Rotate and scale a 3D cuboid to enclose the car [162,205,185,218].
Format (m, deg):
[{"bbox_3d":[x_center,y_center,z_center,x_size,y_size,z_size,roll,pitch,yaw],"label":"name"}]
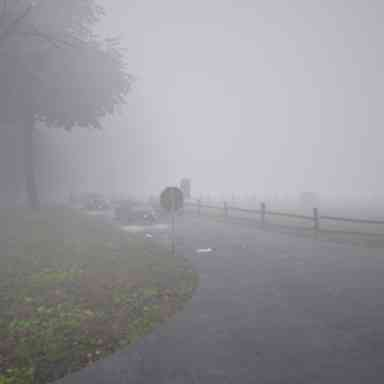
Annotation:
[{"bbox_3d":[-2.232,1.184,25.427,2.128,1.511,4.902,-1,1,-26],"label":"car"}]

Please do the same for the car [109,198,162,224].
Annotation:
[{"bbox_3d":[-3.978,1.250,22.612,1.837,1.490,4.892,-1,1,-27],"label":"car"}]

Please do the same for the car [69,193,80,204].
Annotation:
[{"bbox_3d":[-16.867,0.857,48.597,2.128,1.511,4.902,-1,1,-27],"label":"car"}]

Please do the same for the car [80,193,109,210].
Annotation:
[{"bbox_3d":[-10.050,0.931,34.764,2.097,1.767,4.553,-1,1,-26],"label":"car"}]
